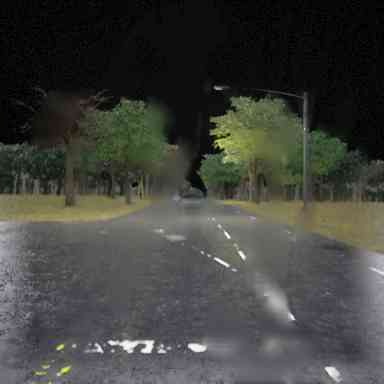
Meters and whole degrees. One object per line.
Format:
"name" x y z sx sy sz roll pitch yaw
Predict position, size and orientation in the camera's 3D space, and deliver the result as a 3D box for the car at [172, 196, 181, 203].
"car" -3.399 1.640 73.554 2.128 1.511 4.902 0 0 1
